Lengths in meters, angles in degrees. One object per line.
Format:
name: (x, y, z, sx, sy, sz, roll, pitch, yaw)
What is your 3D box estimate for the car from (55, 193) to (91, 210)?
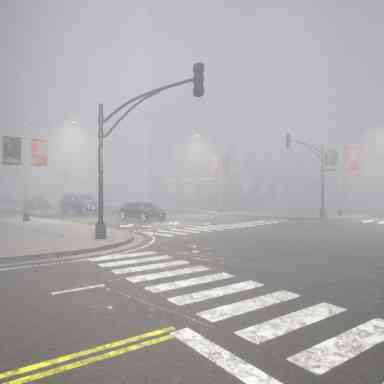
car: (-15.293, 1.206, 42.608, 2.150, 2.045, 5.566, 0, 0, -45)

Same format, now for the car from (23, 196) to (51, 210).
car: (-19.654, 1.333, 42.120, 2.097, 1.767, 4.553, 0, 0, -45)

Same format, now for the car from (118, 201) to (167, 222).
car: (-4.004, 1.495, 26.439, 1.837, 1.490, 4.892, 0, 0, -44)

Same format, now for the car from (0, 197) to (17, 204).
car: (-33.655, 1.533, 60.987, 1.994, 1.385, 4.181, 0, 0, -45)

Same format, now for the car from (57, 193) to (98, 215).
car: (-11.376, 1.207, 33.813, 5.566, 2.045, 2.150, 0, 0, 45)
